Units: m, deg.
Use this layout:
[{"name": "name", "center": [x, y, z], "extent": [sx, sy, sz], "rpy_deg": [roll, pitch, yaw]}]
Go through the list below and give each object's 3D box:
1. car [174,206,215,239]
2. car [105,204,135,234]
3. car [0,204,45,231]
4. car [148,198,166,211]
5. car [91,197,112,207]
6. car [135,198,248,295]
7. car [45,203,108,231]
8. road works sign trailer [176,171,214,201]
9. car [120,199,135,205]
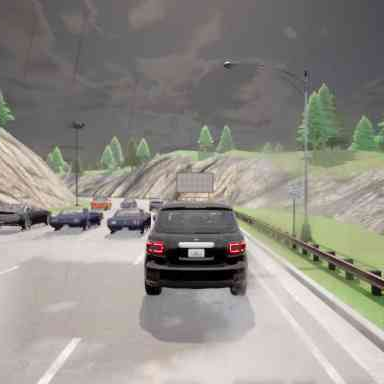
[{"name": "car", "center": [0.113, 1.557, 18.058], "extent": [1.994, 1.385, 4.181], "rpy_deg": [0, 0, 0]}, {"name": "car", "center": [-3.424, 1.599, 19.257], "extent": [1.895, 1.301, 4.718], "rpy_deg": [0, 0, 0]}, {"name": "car", "center": [-10.423, 1.488, 20.697], "extent": [2.128, 1.511, 4.902], "rpy_deg": [0, 0, 0]}, {"name": "car", "center": [-4.242, 1.487, 40.757], "extent": [2.128, 1.511, 4.902], "rpy_deg": [0, 0, -5]}, {"name": "car", "center": [-11.406, 1.353, 41.898], "extent": [2.097, 1.767, 4.553], "rpy_deg": [0, 1, -5]}, {"name": "car", "center": [0.088, 1.221, 8.833], "extent": [2.150, 2.045, 5.566], "rpy_deg": [0, 0, 0]}, {"name": "car", "center": [-6.925, 1.599, 20.500], "extent": [1.895, 1.301, 4.718], "rpy_deg": [0, 0, 0]}, {"name": "road works sign trailer", "center": [0.189, 0.462, 21.555], "extent": [2.380, 3.560, 2.880], "rpy_deg": [0, 0, 0]}, {"name": "car", "center": [-7.716, 1.543, 40.635], "extent": [2.033, 1.411, 5.357], "rpy_deg": [0, 0, -6]}]
